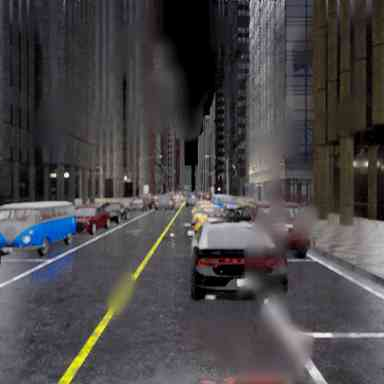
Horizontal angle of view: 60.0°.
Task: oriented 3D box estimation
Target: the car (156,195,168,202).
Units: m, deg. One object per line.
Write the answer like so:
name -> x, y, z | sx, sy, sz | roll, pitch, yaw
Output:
car -> -5.610, 1.253, 63.062 | 1.802, 1.307, 4.206 | 0, 0, 0

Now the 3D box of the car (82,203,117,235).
car -> -5.721, 1.447, 18.115 | 1.887, 1.381, 4.507 | 0, 0, 0

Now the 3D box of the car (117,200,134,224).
car -> -5.707, 1.438, 23.734 | 1.947, 1.339, 4.313 | 0, 0, 0

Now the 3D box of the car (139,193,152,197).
car -> -5.666, 1.099, 40.587 | 2.192, 1.841, 5.009 | 0, 0, 0

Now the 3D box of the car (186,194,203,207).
car -> 0.145, 1.322, 45.640 | 1.994, 1.385, 4.181 | 0, 0, 0

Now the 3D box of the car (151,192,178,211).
car -> -2.983, 1.152, 37.310 | 2.097, 1.767, 4.553 | 0, 0, 0

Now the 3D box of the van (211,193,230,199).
van -> 2.832, 1.183, 29.348 | 1.690, 1.788, 3.998 | 0, 0, 0

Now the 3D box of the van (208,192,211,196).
van -> 2.846, 1.154, 34.966 | 1.690, 1.788, 3.998 | 0, 0, 0

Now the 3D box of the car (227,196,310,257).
car -> 2.791, 1.247, 12.491 | 2.192, 1.841, 5.009 | 0, 0, 0

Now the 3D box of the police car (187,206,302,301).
police car -> 0.918, 1.379, 8.429 | 1.930, 1.638, 5.238 | 0, 0, 0

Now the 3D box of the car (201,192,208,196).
car -> 2.914, 0.986, 63.059 | 2.192, 1.841, 5.009 | 0, 0, 0

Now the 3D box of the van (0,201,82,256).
van -> -5.734, 1.273, 12.496 | 1.690, 1.788, 3.998 | 0, 0, 0

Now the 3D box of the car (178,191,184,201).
car -> -2.834, 0.997, 68.315 | 2.097, 1.767, 4.553 | 0, 0, 0

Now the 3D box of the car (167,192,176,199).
car -> -5.545, 0.859, 89.914 | 2.192, 1.841, 5.009 | 0, 0, 0

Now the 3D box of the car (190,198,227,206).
car -> 0.929, 1.356, 18.509 | 1.801, 1.575, 5.366 | 0, 0, 0

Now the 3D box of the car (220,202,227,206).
car -> 2.805, 1.467, 18.111 | 1.947, 1.339, 4.313 | 0, 0, 0

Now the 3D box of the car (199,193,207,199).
car -> 2.980, 1.094, 89.914 | 2.008, 1.369, 4.403 | 0, 0, 0

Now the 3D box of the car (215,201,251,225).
car -> 2.818, 1.422, 23.730 | 2.008, 1.369, 4.403 | 0, 0, 0

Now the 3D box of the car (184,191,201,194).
car -> 0.148, 0.903, 60.965 | 2.150, 2.045, 5.566 | 0, 0, 0

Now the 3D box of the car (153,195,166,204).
car -> -5.624, 1.281, 57.443 | 1.802, 1.307, 4.206 | 0, 0, 0

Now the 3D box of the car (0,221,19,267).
car -> -5.748, 1.528, 6.879 | 1.947, 1.339, 4.313 | 0, 0, 0

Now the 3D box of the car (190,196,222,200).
car -> 0.911, 1.324, 24.509 | 1.801, 1.575, 5.366 | 0, 0, 0

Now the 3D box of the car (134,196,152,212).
car -> -5.679, 1.395, 34.970 | 1.802, 1.307, 4.206 | 0, 0, 0

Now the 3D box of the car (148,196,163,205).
car -> -5.638, 1.272, 51.825 | 1.887, 1.381, 4.507 | 0, 0, 0
